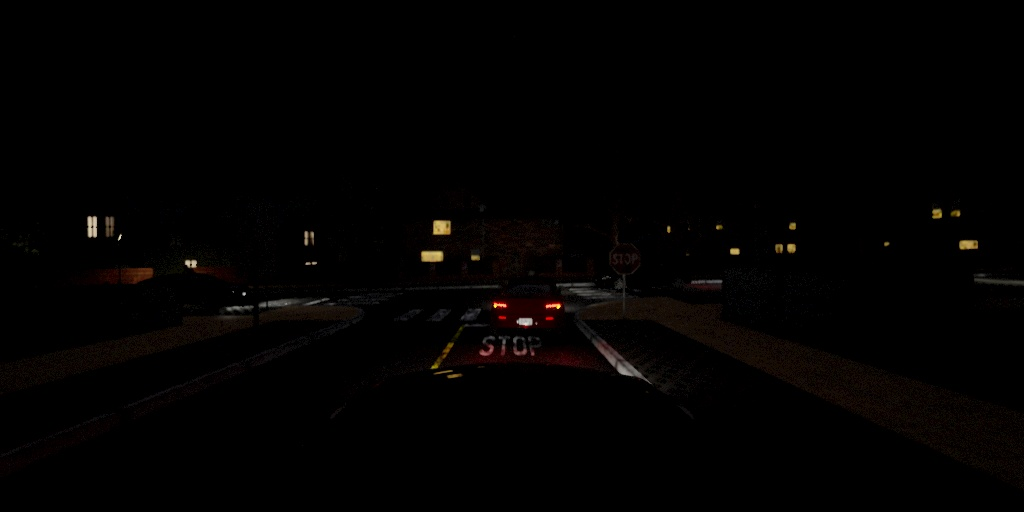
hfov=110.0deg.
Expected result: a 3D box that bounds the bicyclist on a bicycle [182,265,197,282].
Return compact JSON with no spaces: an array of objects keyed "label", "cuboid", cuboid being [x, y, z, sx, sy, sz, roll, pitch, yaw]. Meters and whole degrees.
[{"label":"bicyclist on a bicycle","cuboid":[-20.176,1.394,22.371,0.582,1.620,1.656,-1,1,0]}]

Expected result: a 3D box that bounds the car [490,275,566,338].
[{"label":"car","cuboid":[0.529,1.268,10.130,1.812,1.442,4.674,0,0,6]}]

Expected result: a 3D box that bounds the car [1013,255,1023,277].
[{"label":"car","cuboid":[31.223,0.150,19.559,5.566,2.045,2.150,-1,1,0]}]

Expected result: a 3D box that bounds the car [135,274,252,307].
[{"label":"car","cuboid":[-14.794,1.564,16.536,4.892,1.490,1.837,-1,1,0]}]

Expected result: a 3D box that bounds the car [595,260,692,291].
[{"label":"car","cuboid":[6.991,0.980,19.260,5.008,1.535,1.882,-1,1,-4]}]

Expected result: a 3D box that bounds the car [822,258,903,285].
[{"label":"car","cuboid":[19.203,0.812,19.550,4.718,1.301,1.895,-1,1,0]}]
